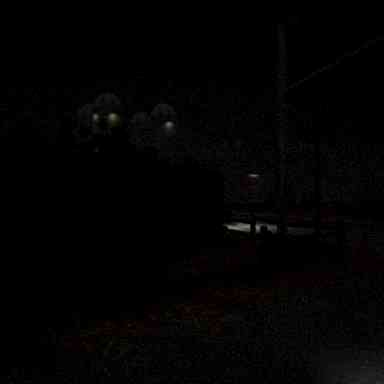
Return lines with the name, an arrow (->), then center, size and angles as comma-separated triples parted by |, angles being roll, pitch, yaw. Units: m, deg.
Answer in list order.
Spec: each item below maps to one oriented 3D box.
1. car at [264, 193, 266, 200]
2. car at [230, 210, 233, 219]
car -> 19.781, 1.163, 87.070 | 1.905, 1.878, 3.866 | 6, 3, 11
car -> 1.010, 1.488, 25.195 | 1.882, 1.535, 5.008 | 0, 0, -36
